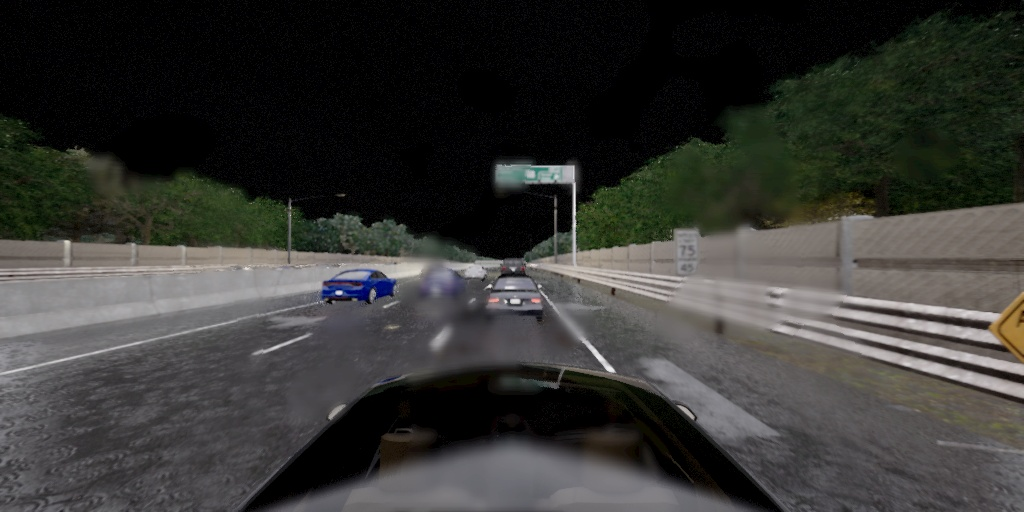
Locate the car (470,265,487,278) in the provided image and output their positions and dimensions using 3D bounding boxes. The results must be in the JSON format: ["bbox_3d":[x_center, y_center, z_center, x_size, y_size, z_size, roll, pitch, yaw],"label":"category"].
[{"bbox_3d":[-3.395,1.579,33.984,1.812,1.442,4.674,0,-1,0],"label":"car"}]

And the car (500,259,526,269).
[{"bbox_3d":[0.105,1.252,32.109,2.150,2.045,5.566,0,-1,0],"label":"car"}]

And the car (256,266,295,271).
[{"bbox_3d":[-21.088,1.611,33.373,1.994,1.385,4.181,0,-1,0],"label":"car"}]

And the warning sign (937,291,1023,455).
[{"bbox_3d":[4.550,0.870,2.941,1.300,1.860,1.060,0,0,0],"label":"warning sign"}]

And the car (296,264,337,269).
[{"bbox_3d":[-17.589,1.554,33.563,1.837,1.490,4.892,0,-1,0],"label":"car"}]

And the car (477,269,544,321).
[{"bbox_3d":[0.097,1.370,12.776,2.033,1.411,5.357,0,-1,0],"label":"car"}]

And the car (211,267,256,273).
[{"bbox_3d":[-24.590,1.636,32.328,1.895,1.301,4.718,0,-1,0],"label":"car"}]

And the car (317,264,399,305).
[{"bbox_3d":[-6.901,1.338,16.797,1.882,1.535,5.008,0,-1,0],"label":"car"}]

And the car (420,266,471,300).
[{"bbox_3d":[-3.398,1.402,18.382,1.812,1.442,4.674,0,-1,0],"label":"car"}]

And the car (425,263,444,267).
[{"bbox_3d":[-6.896,1.546,32.955,1.837,1.490,4.892,0,-1,0],"label":"car"}]
